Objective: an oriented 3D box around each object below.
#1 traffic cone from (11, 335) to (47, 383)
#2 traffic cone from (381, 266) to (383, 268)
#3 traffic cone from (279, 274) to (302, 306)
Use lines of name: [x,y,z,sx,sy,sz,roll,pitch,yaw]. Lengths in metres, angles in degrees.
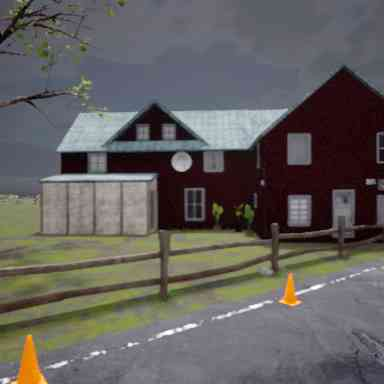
traffic cone: [-1.894,1.967,3.880,0.340,0.580,0.340,0,0,-36]
traffic cone: [5.905,1.987,9.957,0.340,0.580,0.340,0,0,-39]
traffic cone: [2.029,1.977,6.843,0.340,0.580,0.340,0,0,-38]
